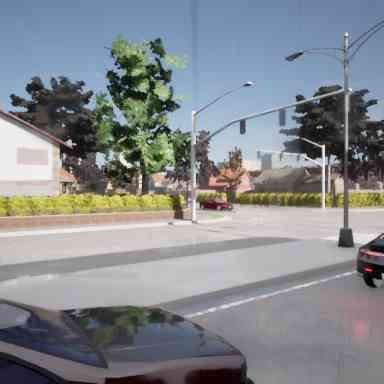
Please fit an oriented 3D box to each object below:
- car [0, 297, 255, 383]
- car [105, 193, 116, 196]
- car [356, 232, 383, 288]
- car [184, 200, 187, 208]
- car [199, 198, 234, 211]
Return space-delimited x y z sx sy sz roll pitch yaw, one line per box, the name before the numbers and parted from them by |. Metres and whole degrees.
car | -2.019 1.548 2.308 5.357 1.411 2.033 0 0 -35
car | -15.940 1.209 66.292 2.150 2.045 5.566 0 0 -36
car | 5.897 1.487 7.997 4.902 1.511 2.128 0 0 -35
car | -2.518 1.339 47.708 2.097 1.767 4.553 0 0 -36
car | 2.896 1.465 40.265 1.882 1.535 5.008 0 0 -36
